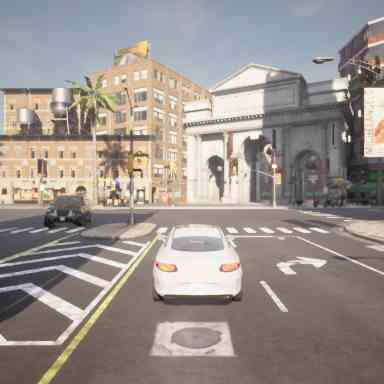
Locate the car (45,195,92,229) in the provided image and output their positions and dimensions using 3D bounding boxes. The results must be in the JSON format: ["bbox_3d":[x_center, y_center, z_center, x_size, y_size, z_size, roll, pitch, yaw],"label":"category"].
[{"bbox_3d":[-8.079,1.221,22.337,2.150,2.045,5.566,1,0,-10],"label":"car"}]

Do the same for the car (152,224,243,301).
[{"bbox_3d":[0.109,1.526,8.211,1.812,1.442,4.674,0,0,0],"label":"car"}]
